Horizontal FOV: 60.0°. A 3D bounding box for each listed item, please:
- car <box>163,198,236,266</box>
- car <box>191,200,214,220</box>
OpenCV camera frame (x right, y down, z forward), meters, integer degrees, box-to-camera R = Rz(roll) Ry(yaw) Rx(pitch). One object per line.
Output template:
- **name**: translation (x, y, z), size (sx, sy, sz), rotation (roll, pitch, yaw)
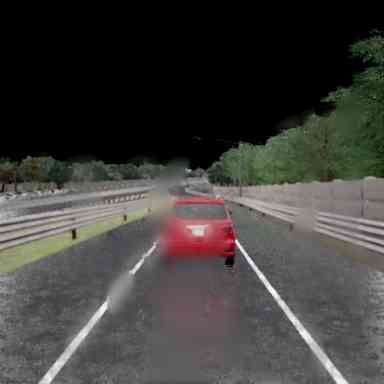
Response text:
- **car**: translation (0.265, 1.208, 11.715), size (2.150, 2.045, 5.566), rotation (0, 0, 2)
- **car**: translation (0.992, 1.497, 28.646), size (1.812, 1.442, 4.674), rotation (0, 0, 3)
